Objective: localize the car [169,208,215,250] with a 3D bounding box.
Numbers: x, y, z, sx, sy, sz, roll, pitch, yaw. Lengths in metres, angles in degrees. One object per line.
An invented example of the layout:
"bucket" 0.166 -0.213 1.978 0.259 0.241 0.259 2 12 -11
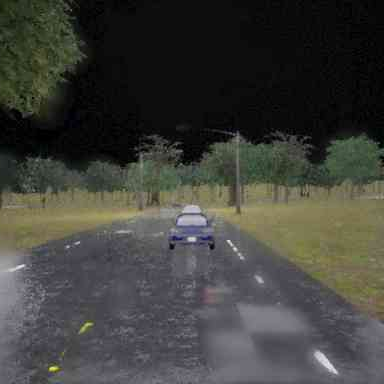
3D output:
"car" 0.001 1.623 14.672 1.812 1.442 4.674 0 -1 0

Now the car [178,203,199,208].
"car" 0.001 1.917 29.695 1.812 1.442 4.674 0 -1 0

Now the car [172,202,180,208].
"car" -3.498 3.004 76.796 1.895 1.301 4.718 0 -1 0
